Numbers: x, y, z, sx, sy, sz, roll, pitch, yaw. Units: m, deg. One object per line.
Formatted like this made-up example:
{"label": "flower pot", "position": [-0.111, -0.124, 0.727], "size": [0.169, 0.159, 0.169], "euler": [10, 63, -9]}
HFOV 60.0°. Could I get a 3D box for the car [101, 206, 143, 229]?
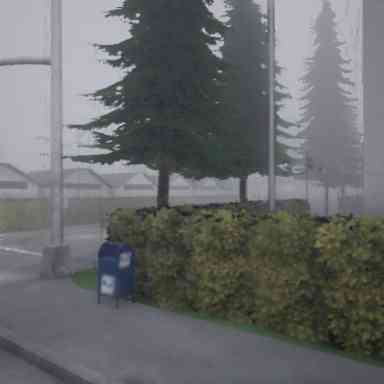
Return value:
{"label": "car", "position": [-4.052, 1.747, 23.218], "size": [1.882, 1.535, 5.008], "euler": [0, 0, 36]}
